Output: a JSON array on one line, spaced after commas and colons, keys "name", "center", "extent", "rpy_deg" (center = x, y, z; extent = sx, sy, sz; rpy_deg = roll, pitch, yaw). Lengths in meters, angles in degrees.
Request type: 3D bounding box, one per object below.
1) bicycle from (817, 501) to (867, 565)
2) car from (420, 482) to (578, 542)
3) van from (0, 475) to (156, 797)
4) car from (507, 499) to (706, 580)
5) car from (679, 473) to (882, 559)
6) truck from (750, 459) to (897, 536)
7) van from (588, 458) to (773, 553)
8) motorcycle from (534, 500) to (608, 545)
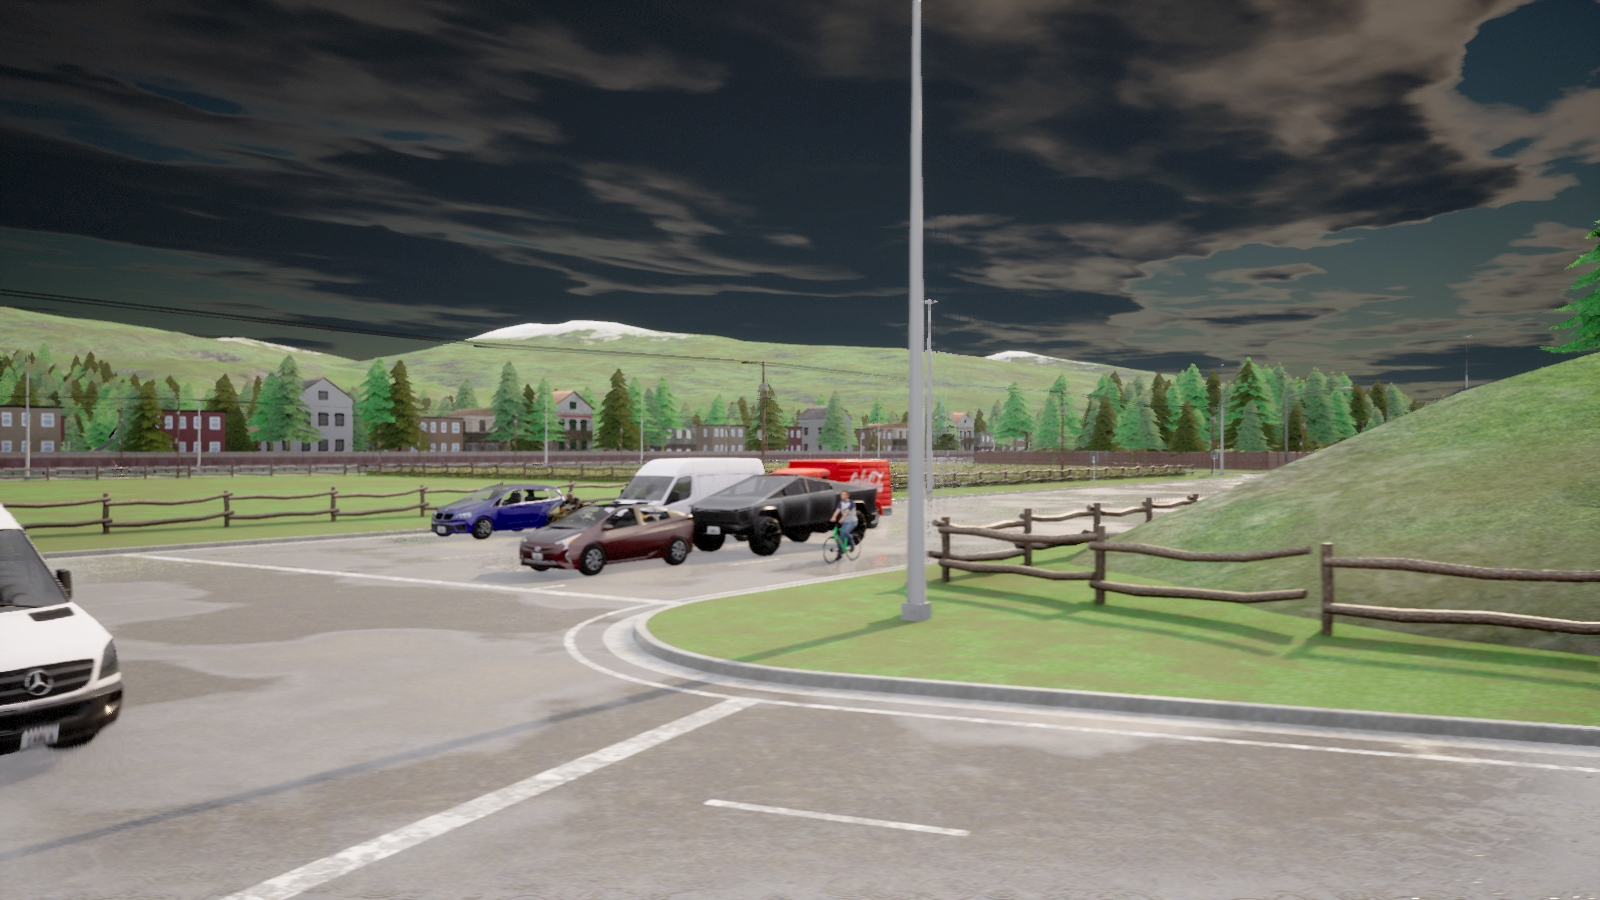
[{"name": "bicycle", "center": [1.062, 2.055, 28.577], "extent": [0.373, 1.496, 1.643], "rpy_deg": [0, 0, 37]}, {"name": "car", "center": [-9.790, 1.964, 37.438], "extent": [2.242, 1.667, 4.611], "rpy_deg": [0, 0, 37]}, {"name": "van", "center": [-9.009, 1.532, 10.843], "extent": [5.915, 2.561, 1.988], "rpy_deg": [0, 0, 25]}, {"name": "car", "center": [-4.466, 2.038, 27.037], "extent": [2.007, 1.525, 4.514], "rpy_deg": [0, 0, 36]}, {"name": "car", "center": [-0.396, 1.753, 32.458], "extent": [2.390, 2.098, 6.274], "rpy_deg": [0, 0, 37]}, {"name": "truck", "center": [0.909, 1.565, 40.163], "extent": [2.627, 2.467, 5.204], "rpy_deg": [0, 0, 36]}, {"name": "van", "center": [-3.440, 1.533, 34.243], "extent": [1.988, 2.561, 5.915], "rpy_deg": [0, 0, 37]}, {"name": "motorcycle", "center": [-7.054, 2.202, 35.255], "extent": [0.867, 1.251, 2.209], "rpy_deg": [0, 0, 37]}]
